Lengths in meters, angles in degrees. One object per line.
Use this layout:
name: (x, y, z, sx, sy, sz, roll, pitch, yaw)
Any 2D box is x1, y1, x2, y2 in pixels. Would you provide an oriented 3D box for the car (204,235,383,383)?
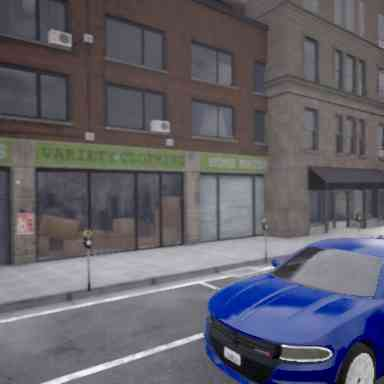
car: (2.454, 1.478, 5.021, 5.008, 1.535, 1.882, 0, 0, -36)
